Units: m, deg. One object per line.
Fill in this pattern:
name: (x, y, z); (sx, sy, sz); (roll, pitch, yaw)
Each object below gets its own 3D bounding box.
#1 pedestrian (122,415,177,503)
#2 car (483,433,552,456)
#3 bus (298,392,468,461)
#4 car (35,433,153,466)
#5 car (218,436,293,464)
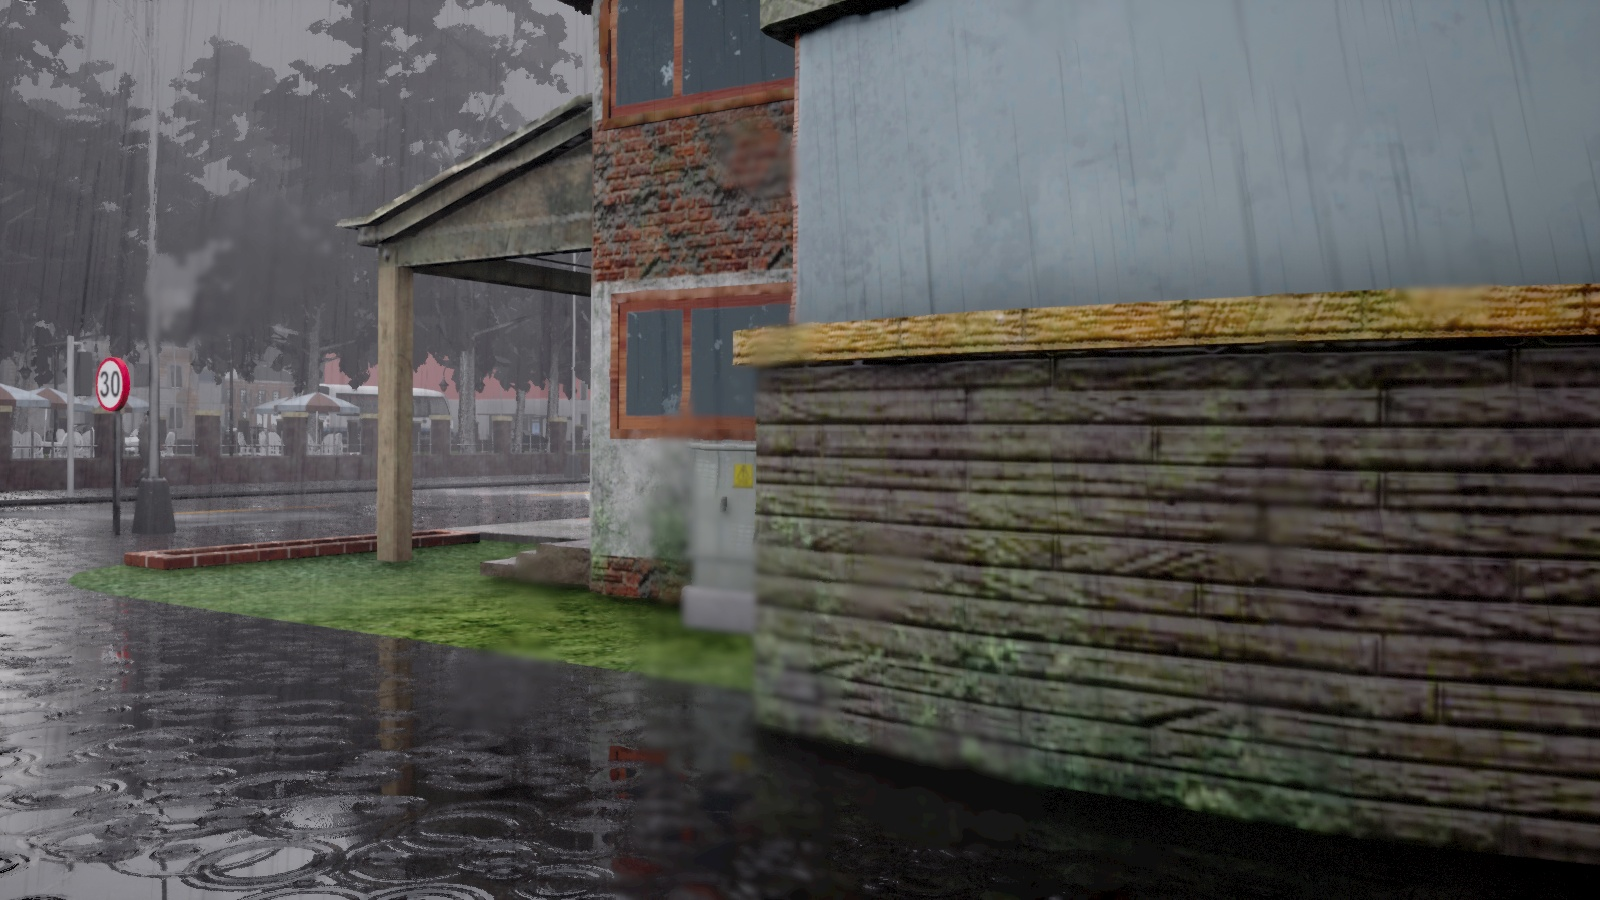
pedestrian: (-14.722, 0.186, 28.440); (0.659, 1.952, 0.873); (0, 1, 35)
car: (-20.658, -0.409, 92.079); (2.033, 1.649, 4.856); (0, 1, 33)
bus: (-27.106, -1.524, 82.317); (3.944, 4.253, 10.273); (0, 1, 33)
car: (-37.408, -0.062, 66.681); (2.152, 1.651, 5.027); (0, 1, 33)
car: (-32.264, -0.015, 74.493); (1.789, 1.549, 3.705); (0, 1, 33)
